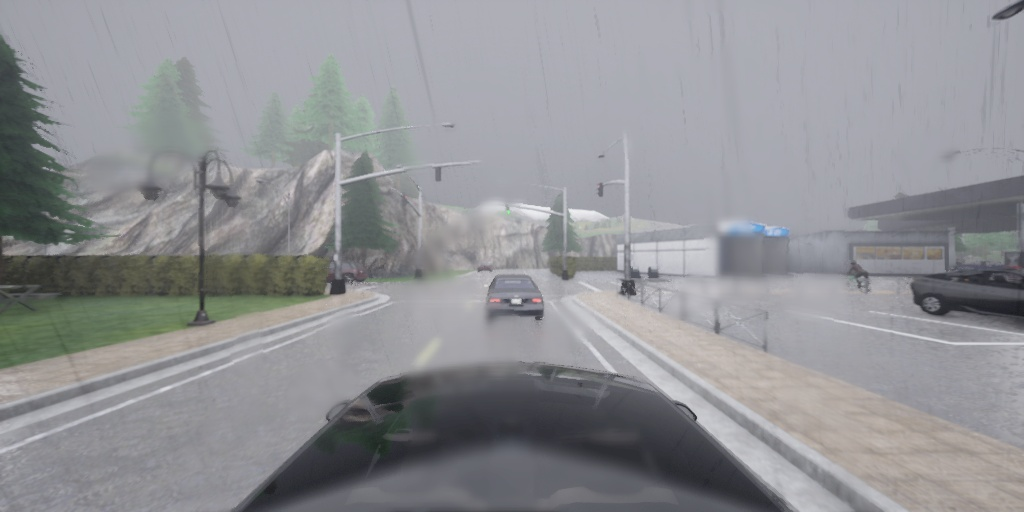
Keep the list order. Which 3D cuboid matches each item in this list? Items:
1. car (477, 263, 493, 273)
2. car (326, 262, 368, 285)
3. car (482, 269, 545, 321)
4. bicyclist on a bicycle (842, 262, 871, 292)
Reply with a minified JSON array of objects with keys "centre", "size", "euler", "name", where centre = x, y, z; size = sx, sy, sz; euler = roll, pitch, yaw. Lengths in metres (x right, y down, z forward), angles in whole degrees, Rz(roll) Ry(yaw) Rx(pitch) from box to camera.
[{"centre":[-3.623,1.554,48.342],"size":[1.895,1.301,4.718],"euler":[0,0,1],"name":"car"},{"centre":[-13.463,1.213,27.065],"size":[4.553,1.767,2.097],"euler":[0,0,2],"name":"car"},{"centre":[-0.013,1.346,12.705],"size":[2.033,1.411,5.357],"euler":[0,0,-3],"name":"car"},{"centre":[18.298,1.126,19.074],"size":[0.582,1.620,1.656],"euler":[0,-1,1],"name":"bicyclist on a bicycle"}]
